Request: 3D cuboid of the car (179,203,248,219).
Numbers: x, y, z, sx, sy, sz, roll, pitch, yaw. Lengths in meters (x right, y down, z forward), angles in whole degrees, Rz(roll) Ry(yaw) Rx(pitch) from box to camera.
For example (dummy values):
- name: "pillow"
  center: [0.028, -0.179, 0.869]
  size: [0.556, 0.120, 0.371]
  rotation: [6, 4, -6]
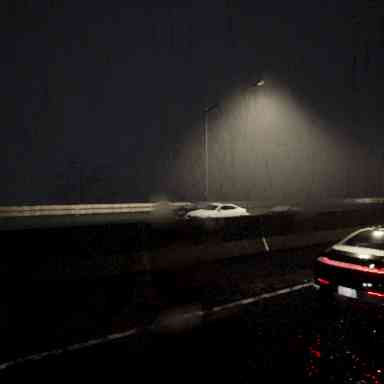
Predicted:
- name: "car"
  center: [1.755, 1.489, 22.362]
  size: [4.674, 1.442, 1.812]
  rotation: [0, 0, -35]

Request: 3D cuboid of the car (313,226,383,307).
- name: "car"
  center: [4.585, 1.470, 6.986]
  size: [4.902, 1.511, 2.128]
  rotation: [0, 0, -35]

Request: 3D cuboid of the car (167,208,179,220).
- name: "car"
  center: [0.188, 1.525, 25.535]
  size: [4.181, 1.385, 1.994]
  rotation: [0, 0, -35]

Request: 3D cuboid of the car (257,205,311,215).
- name: "car"
  center: [5.892, 1.524, 20.983]
  size: [4.181, 1.385, 1.994]
  rotation: [0, 0, -35]
